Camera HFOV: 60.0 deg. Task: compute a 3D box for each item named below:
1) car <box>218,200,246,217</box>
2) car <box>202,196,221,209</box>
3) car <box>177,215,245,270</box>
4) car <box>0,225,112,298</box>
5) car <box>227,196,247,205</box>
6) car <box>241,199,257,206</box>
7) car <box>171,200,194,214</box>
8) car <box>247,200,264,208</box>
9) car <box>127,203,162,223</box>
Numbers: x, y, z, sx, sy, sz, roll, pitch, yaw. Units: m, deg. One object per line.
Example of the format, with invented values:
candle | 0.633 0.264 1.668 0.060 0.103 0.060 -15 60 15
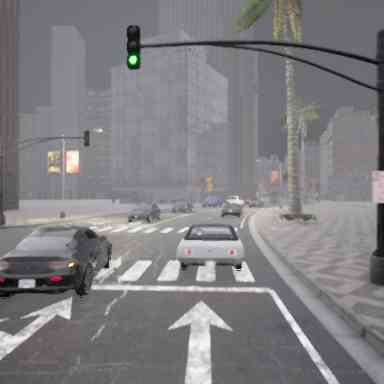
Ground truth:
car | 4.308 1.856 35.163 1.994 1.385 4.181 0 -1 13
car | 3.398 1.689 55.728 2.150 2.045 5.566 0 -1 20
car | 0.670 1.685 11.304 1.895 1.301 4.718 0 0 4
car | -3.290 1.584 8.591 1.812 1.442 4.674 0 0 -4
car | 7.497 1.713 57.436 2.150 2.045 5.566 0 -1 21
car | 11.613 2.170 67.289 1.895 1.301 4.718 0 -1 26
car | -1.096 1.836 41.194 1.837 1.490 4.892 0 0 14
car | 11.371 2.059 58.358 2.033 1.411 5.357 0 -1 22
car | -3.919 1.719 28.154 1.837 1.490 4.892 0 0 10
